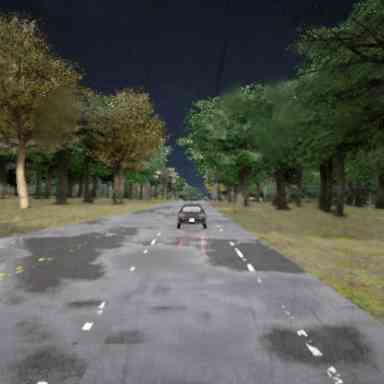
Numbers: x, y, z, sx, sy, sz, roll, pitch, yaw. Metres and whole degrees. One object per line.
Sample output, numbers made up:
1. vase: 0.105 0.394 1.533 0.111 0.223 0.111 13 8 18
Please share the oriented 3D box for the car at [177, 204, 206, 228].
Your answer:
1. car: -0.010 1.564 22.522 1.812 1.442 4.674 0 0 0
